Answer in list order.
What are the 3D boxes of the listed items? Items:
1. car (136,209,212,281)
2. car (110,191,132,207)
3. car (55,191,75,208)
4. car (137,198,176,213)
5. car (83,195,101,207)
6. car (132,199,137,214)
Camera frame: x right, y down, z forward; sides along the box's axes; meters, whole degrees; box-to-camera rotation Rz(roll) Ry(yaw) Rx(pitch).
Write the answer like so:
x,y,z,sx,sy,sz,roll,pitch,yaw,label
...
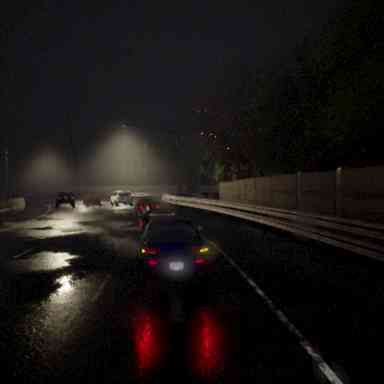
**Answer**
x,y,z,sx,sy,sz,roll,pitch,yaw,label
-0.616,1.440,9.538,1.812,1.442,4.674,0,0,-7,car
-9.494,0.865,44.618,2.150,2.045,5.566,0,1,-23,car
-16.430,0.919,43.034,2.150,2.045,5.566,0,1,-24,car
-1.891,1.327,18.998,2.128,1.511,4.902,0,1,-9,car
-13.621,1.140,45.187,1.882,1.535,5.008,0,1,-24,car
-3.896,1.281,28.894,1.812,1.442,4.674,0,1,-13,car
